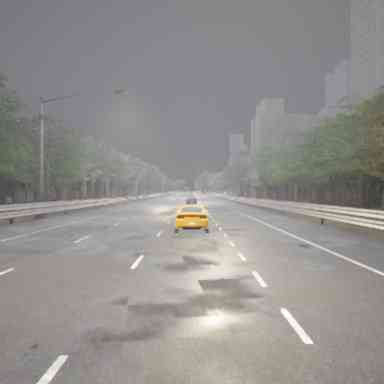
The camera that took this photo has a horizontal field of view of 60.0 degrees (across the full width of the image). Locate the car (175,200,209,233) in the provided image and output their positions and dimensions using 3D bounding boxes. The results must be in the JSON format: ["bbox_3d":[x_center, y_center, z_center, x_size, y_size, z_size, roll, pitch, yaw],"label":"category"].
[{"bbox_3d":[-0.013,1.499,19.987,1.882,1.535,5.008,0,0,0],"label":"car"}]

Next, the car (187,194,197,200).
[{"bbox_3d":[-0.041,1.509,57.117,2.128,1.511,4.902,0,0,0],"label":"car"}]
